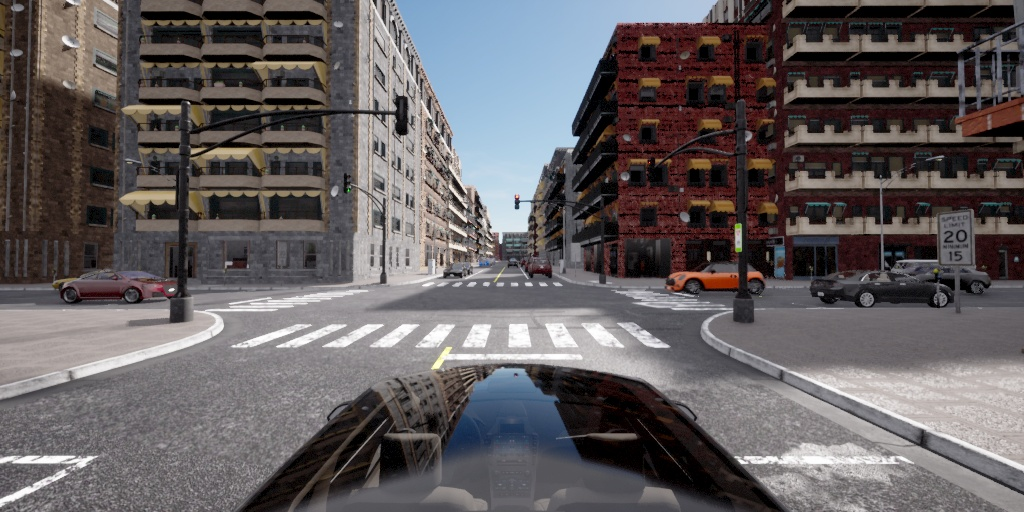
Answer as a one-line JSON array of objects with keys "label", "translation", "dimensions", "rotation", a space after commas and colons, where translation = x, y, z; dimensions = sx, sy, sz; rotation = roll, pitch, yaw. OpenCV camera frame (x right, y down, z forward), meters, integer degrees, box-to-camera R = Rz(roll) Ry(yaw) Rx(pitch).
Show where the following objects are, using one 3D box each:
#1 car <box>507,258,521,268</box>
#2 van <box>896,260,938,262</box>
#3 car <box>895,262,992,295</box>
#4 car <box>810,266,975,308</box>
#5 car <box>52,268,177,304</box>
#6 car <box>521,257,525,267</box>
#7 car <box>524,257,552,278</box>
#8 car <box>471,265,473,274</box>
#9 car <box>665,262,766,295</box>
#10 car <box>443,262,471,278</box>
[{"label": "car", "translation": [0.168, 1.329, 63.892], "dimensions": [1.837, 1.490, 4.892], "rotation": [0, 0, 0]}, {"label": "van", "translation": [24.925, 1.115, 21.265], "dimensions": [3.998, 1.789, 1.690], "rotation": [0, 0, 0]}, {"label": "car", "translation": [21.878, 1.221, 18.827], "dimensions": [4.902, 1.511, 2.128], "rotation": [0, -1, 0]}, {"label": "car", "translation": [13.758, 1.185, 13.425], "dimensions": [4.403, 1.370, 2.007], "rotation": [0, 0, 0]}, {"label": "car", "translation": [-17.192, 1.339, 16.014], "dimensions": [4.181, 1.385, 1.994], "rotation": [0, -1, 0]}, {"label": "car", "translation": [2.615, 1.086, 44.854], "dimensions": [2.192, 1.841, 5.009], "rotation": [0, 0, 0]}, {"label": "car", "translation": [2.602, 1.076, 33.731], "dimensions": [2.192, 1.841, 5.009], "rotation": [0, 0, 0]}, {"label": "car", "translation": [-5.273, 1.331, 39.255], "dimensions": [1.948, 1.339, 4.313], "rotation": [0, 0, 0]}, {"label": "car", "translation": [10.644, 1.111, 19.057], "dimensions": [4.553, 1.767, 2.097], "rotation": [0, -1, 3]}, {"label": "car", "translation": [-5.279, 1.328, 33.694], "dimensions": [1.948, 1.339, 4.313], "rotation": [0, 0, 0]}]
